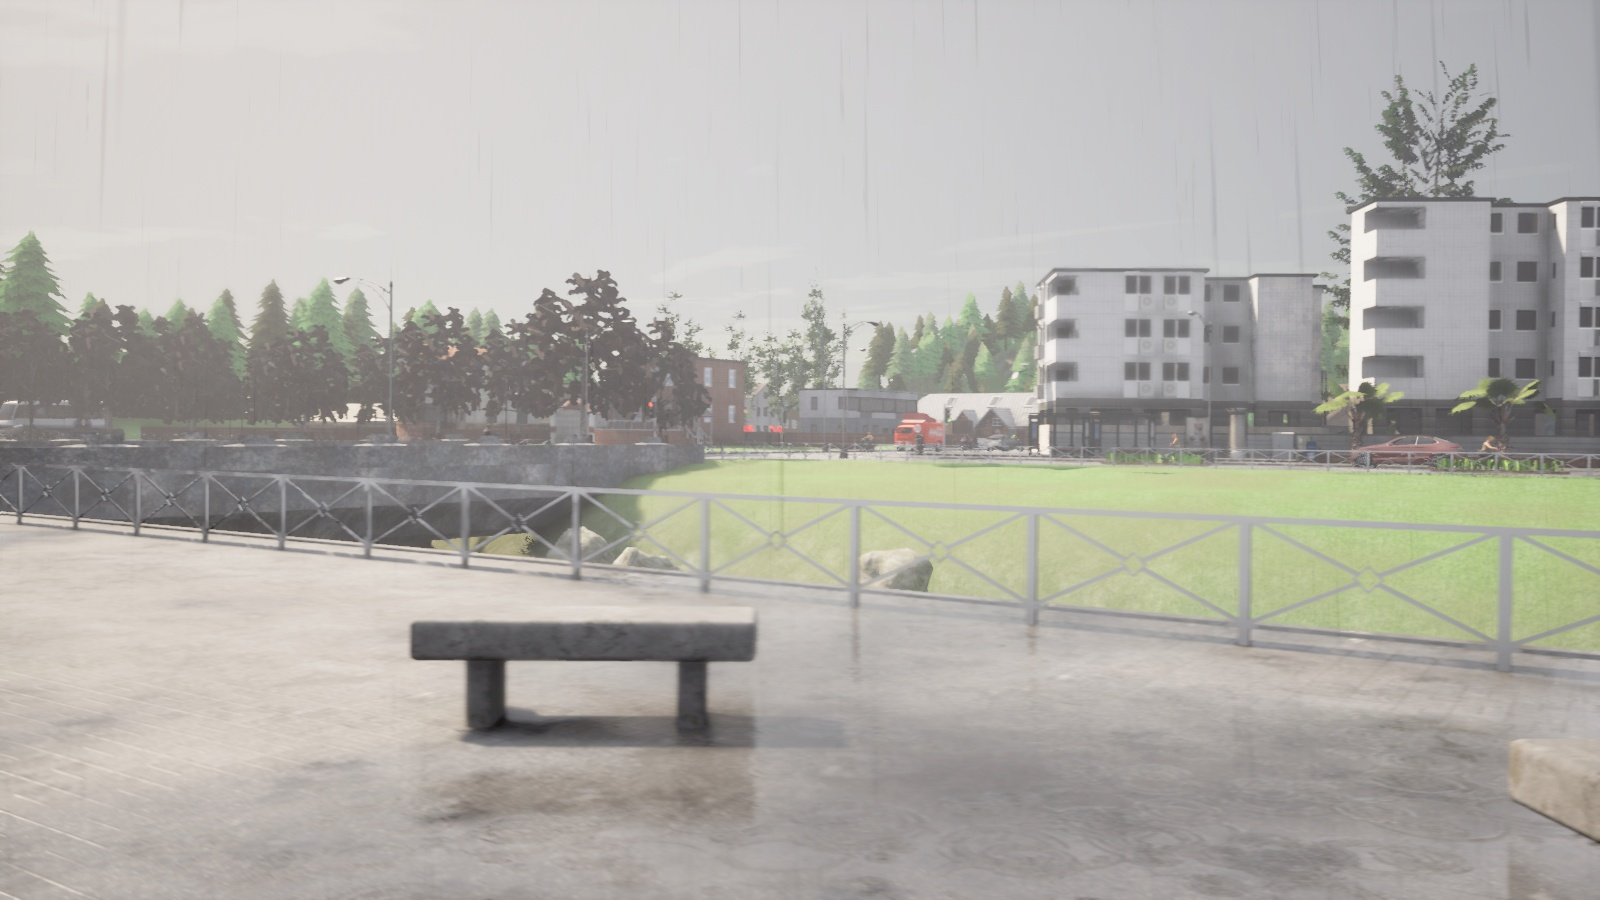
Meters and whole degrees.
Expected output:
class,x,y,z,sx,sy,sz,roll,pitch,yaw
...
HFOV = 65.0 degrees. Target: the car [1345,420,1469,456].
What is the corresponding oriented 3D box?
class,x,y,z,sx,sy,sz,roll,pitch,yaw
car,28.641,-0.558,59.275,5.027,1.651,2.152,0,1,34
